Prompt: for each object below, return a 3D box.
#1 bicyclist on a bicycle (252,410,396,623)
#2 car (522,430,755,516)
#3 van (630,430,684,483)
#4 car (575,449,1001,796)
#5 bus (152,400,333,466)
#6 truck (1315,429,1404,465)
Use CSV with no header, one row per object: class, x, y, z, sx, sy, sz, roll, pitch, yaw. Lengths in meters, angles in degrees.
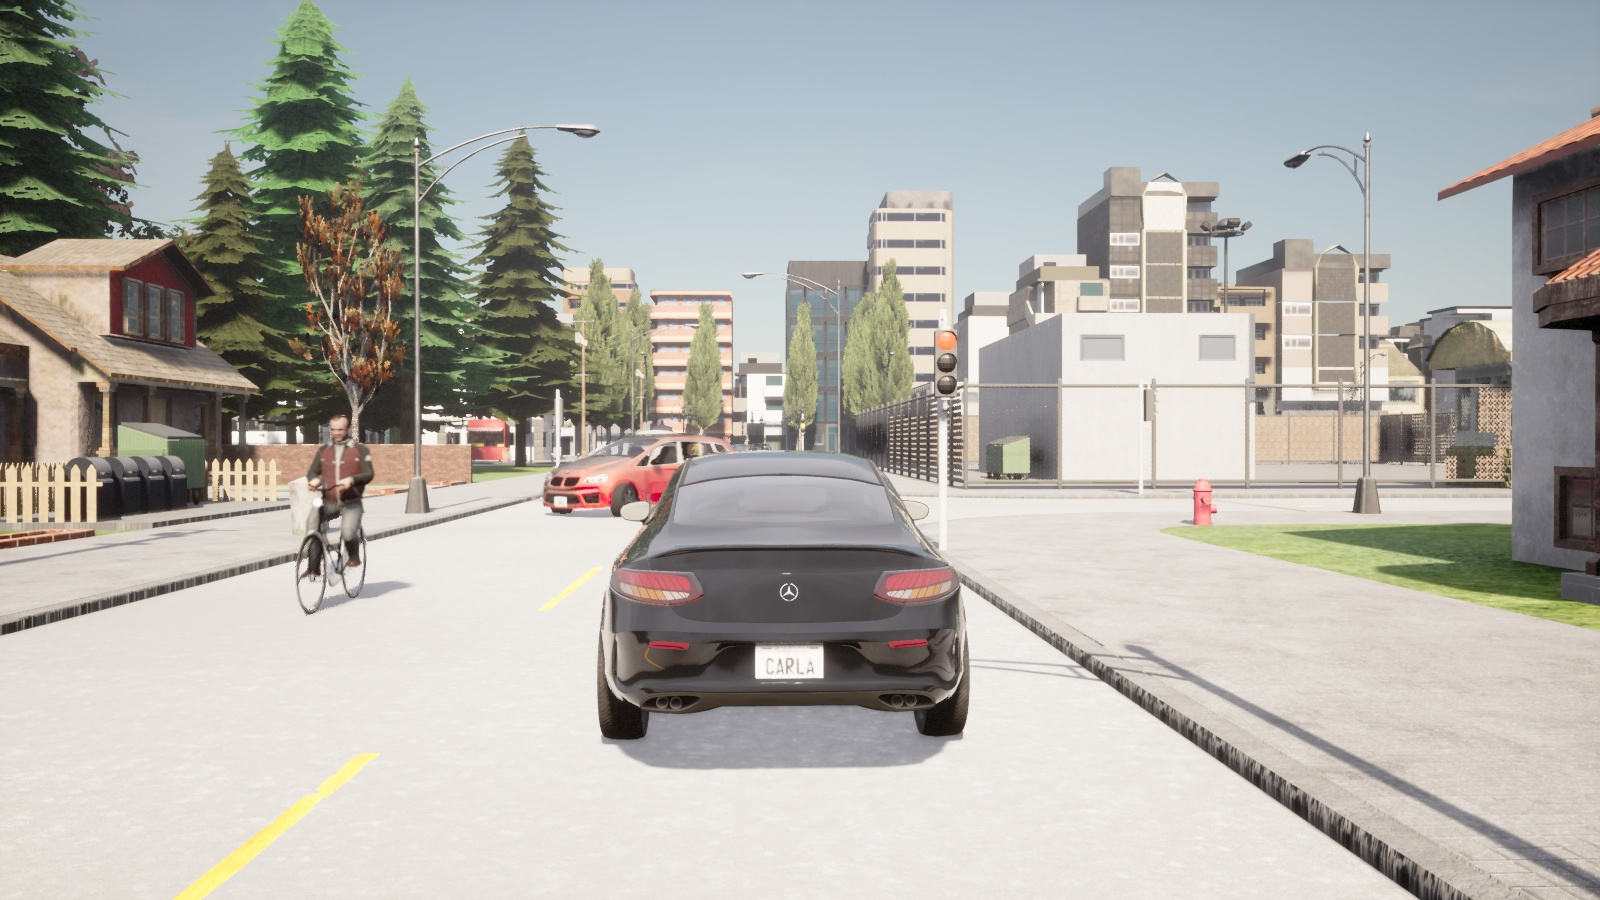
bicyclist on a bicycle,-4.267,0.549,11.398,0.659,1.776,1.843,0,0,-2
car,-3.328,0.437,26.686,2.242,1.667,4.611,0,0,40
van,-5.522,0.218,49.039,1.775,1.987,4.442,0,0,-2
car,-0.142,0.729,7.674,1.812,1.442,4.674,0,0,-2
bus,-36.825,-1.130,83.327,10.273,4.253,3.944,0,0,-2
truck,39.367,-0.208,88.540,5.204,2.467,2.627,0,1,8
